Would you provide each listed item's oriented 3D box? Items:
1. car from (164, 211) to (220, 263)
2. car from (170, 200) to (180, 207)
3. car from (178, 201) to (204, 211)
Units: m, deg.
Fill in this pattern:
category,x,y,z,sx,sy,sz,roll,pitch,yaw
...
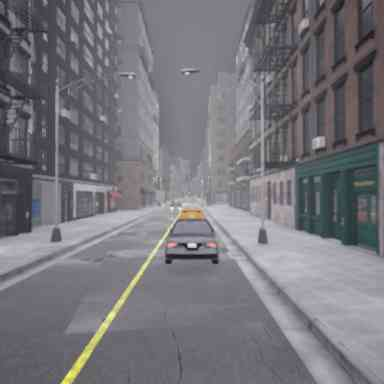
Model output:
category,x,y,z,sx,sy,sz,roll,pitch,yaw
car,0.006,1.680,12.527,2.033,1.411,5.357,0,-1,0
car,-3.029,2.203,64.281,1.812,1.442,4.674,0,-1,0
car,0.021,1.790,29.250,1.882,1.535,5.008,0,0,1
